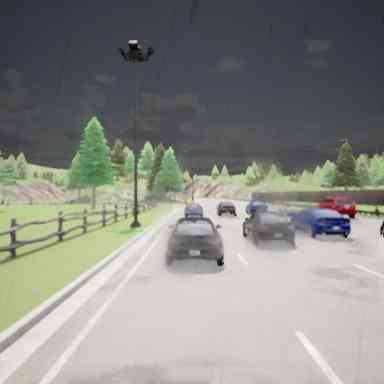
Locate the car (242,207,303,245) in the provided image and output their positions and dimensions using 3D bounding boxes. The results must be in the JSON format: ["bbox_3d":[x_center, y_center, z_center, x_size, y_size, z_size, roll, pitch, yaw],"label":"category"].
[{"bbox_3d":[3.619,1.670,16.164,1.812,1.442,4.674,0,-1,0],"label":"car"}]

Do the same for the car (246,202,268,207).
[{"bbox_3d":[7.198,1.807,37.067,1.882,1.535,5.008,0,0,0],"label":"car"}]

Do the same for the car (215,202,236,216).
[{"bbox_3d":[3.696,1.831,36.517,1.837,1.490,4.892,0,0,0],"label":"car"}]

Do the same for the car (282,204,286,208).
[{"bbox_3d":[10.693,1.916,35.481,1.895,1.301,4.718,0,0,0],"label":"car"}]

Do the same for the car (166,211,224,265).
[{"bbox_3d":[0.098,1.633,12.035,1.812,1.442,4.674,0,0,0],"label":"car"}]

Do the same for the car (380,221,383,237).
[{"bbox_3d":[10.616,1.628,15.202,2.128,1.511,4.902,0,0,0],"label":"car"}]

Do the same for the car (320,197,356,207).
[{"bbox_3d":[14.184,1.517,33.036,2.150,2.045,5.566,0,0,0],"label":"car"}]

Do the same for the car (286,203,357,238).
[{"bbox_3d":[7.133,1.646,18.886,1.882,1.535,5.008,0,0,0],"label":"car"}]

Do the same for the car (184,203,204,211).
[{"bbox_3d":[0.185,1.844,33.331,2.033,1.411,5.357,0,-1,0],"label":"car"}]
